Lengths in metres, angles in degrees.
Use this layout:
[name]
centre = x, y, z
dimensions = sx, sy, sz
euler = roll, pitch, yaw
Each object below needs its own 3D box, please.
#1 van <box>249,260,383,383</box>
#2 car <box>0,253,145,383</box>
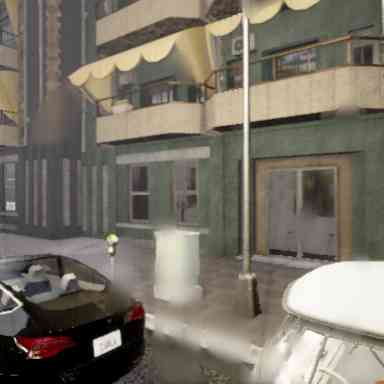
[van]
centre = 2.083, 1.350, 1.249
dimensions = 3.998, 1.788, 1.690
euler = 1, 0, 36
[car]
centre = -2.536, 1.528, 4.540
dimensions = 4.313, 1.339, 1.947
euler = 1, 0, 36
